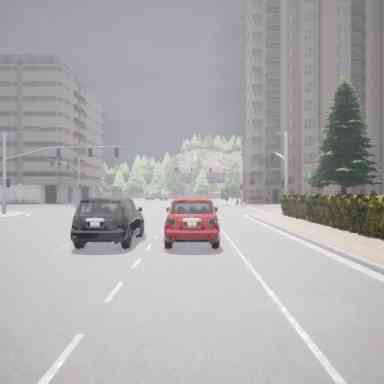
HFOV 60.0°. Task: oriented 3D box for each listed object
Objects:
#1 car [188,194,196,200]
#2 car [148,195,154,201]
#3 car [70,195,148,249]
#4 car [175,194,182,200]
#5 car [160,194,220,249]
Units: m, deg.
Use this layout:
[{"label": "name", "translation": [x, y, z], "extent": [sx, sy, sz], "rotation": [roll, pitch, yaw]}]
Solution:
[{"label": "car", "translation": [0.000, 1.362, 86.498], "extent": [2.128, 1.511, 4.902], "rotation": [0, 0, 0]}, {"label": "car", "translation": [-10.500, 1.475, 83.067], "extent": [1.837, 1.490, 4.892], "rotation": [0, 0, 0]}, {"label": "car", "translation": [-3.500, 1.256, 14.680], "extent": [2.150, 2.045, 5.566], "rotation": [0, 0, 0]}, {"label": "car", "translation": [-3.500, 1.361, 86.498], "extent": [1.812, 1.442, 4.674], "rotation": [0, 0, 0]}, {"label": "car", "translation": [0.000, 1.256, 14.680], "extent": [2.150, 2.045, 5.566], "rotation": [0, 0, 0]}]
